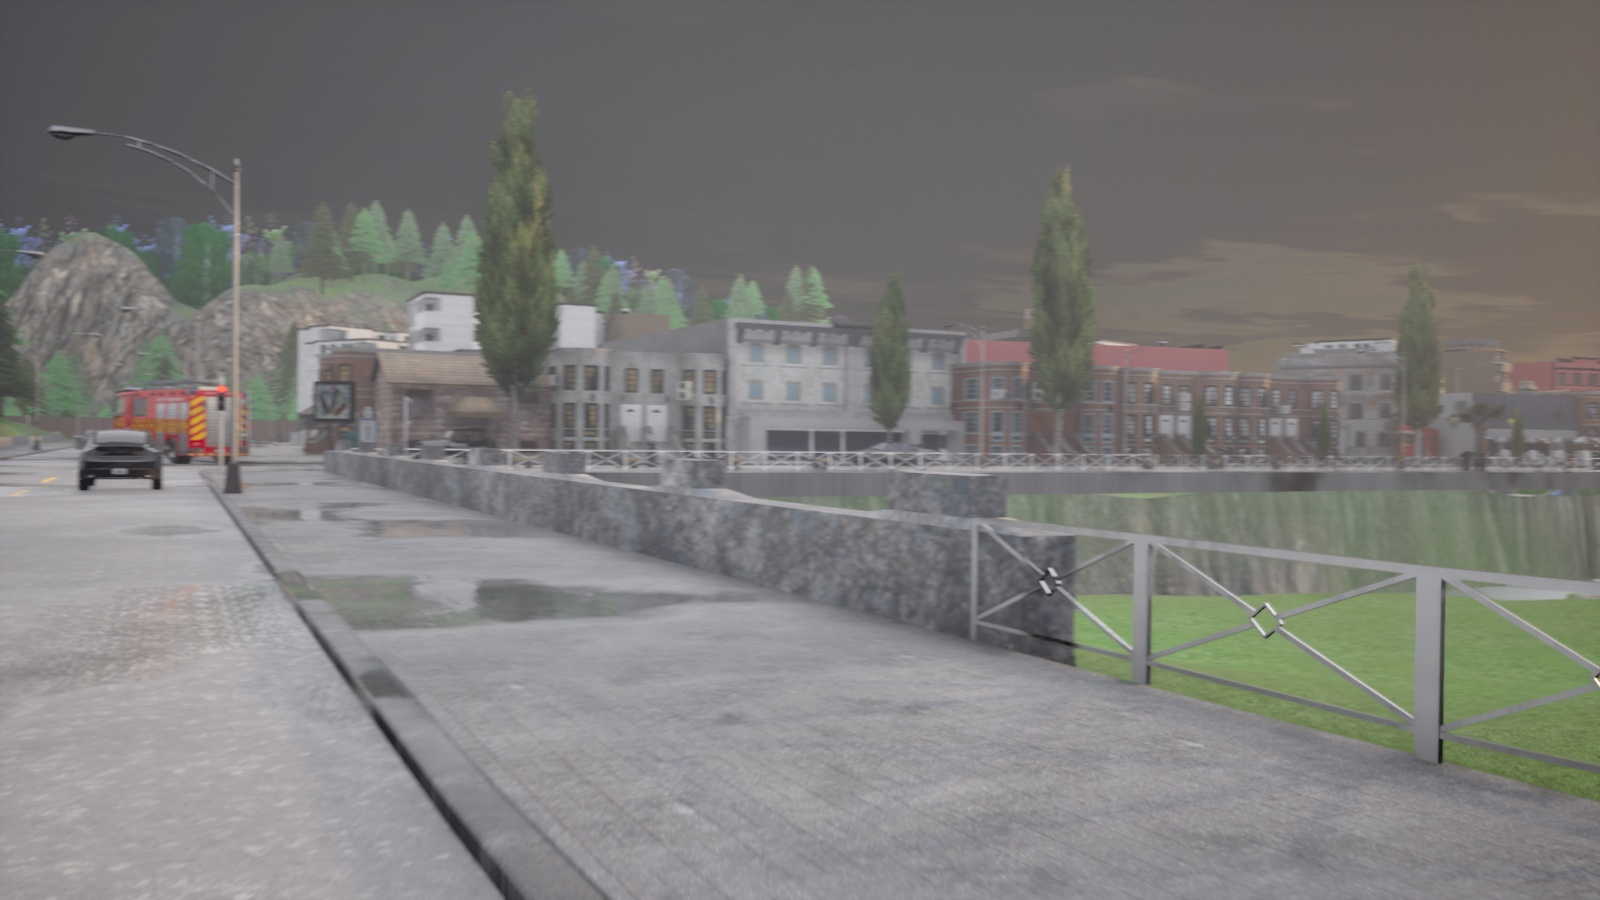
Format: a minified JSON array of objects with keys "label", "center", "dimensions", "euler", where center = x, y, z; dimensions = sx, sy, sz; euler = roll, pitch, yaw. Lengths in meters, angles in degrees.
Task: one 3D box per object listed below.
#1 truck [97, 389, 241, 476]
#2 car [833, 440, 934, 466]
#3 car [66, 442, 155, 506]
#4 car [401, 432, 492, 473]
[{"label":"truck","center":[-29.688,-0.791,58.917],"dimensions":[8.468,3.827,2.891],"euler":[0,1,40]},{"label":"car","center":[4.702,0.143,70.485],"dimensions":[5.357,1.411,2.033],"euler":[-1,1,-27]},{"label":"car","center":[-17.565,0.550,32.153],"dimensions":[1.837,1.490,4.892],"euler":[-1,1,-27]},{"label":"car","center":[-16.763,0.098,59.522],"dimensions":[3.866,1.878,1.905],"euler":[-1,1,-27]}]
